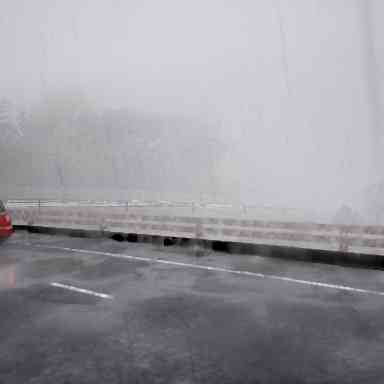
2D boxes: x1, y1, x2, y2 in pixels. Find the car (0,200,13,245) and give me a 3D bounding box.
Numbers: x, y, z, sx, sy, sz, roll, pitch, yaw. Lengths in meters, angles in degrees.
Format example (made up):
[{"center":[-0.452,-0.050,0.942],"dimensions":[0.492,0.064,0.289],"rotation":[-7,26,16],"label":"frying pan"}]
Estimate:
[{"center":[-9.942,1.256,13.830],"dimensions":[5.566,2.045,2.150],"rotation":[0,0,27],"label":"car"}]
